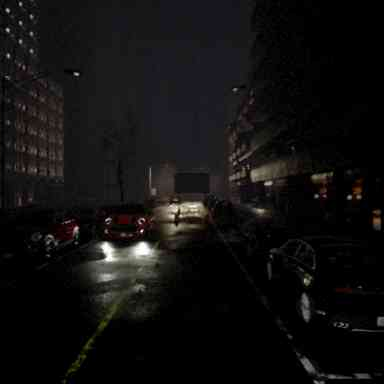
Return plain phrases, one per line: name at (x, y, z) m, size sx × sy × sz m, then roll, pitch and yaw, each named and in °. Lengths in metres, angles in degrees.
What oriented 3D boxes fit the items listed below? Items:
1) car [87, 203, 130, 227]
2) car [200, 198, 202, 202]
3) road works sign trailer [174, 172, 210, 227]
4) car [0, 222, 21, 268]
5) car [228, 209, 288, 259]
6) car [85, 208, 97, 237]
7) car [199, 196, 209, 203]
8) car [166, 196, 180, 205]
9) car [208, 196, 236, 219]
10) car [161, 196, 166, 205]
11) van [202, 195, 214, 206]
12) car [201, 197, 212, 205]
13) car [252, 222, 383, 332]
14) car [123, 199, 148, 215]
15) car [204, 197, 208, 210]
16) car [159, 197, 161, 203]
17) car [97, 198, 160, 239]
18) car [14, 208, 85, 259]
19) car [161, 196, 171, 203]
car at (-5.693, 1.548, 23.371) m, size 1.887 × 1.381 × 4.507 m, roll 0°, pitch 0°, yaw 0°
car at (2.684, 1.463, 51.035) m, size 1.967 × 1.590 × 4.097 m, roll 0°, pitch 0°, yaw 0°
road works sign trailer at (-0.003, 0.468, 22.573) m, size 2.380 × 3.560 × 2.880 m, roll 0°, pitch 0°, yaw 0°
car at (-5.691, 1.551, 6.774) m, size 2.008 × 1.369 × 4.403 m, roll 0°, pitch 0°, yaw 0°
car at (2.689, 1.552, 12.307) m, size 2.008 × 1.369 × 4.403 m, roll 0°, pitch 0°, yaw 0°
car at (-5.693, 1.553, 17.838) m, size 2.008 × 1.369 × 4.403 m, roll 0°, pitch 0°, yaw 0°
car at (2.681, 1.598, 73.166) m, size 2.008 × 1.369 × 4.403 m, roll 0°, pitch 0°, yaw 0°
car at (-3.036, 1.579, 59.890) m, size 2.033 × 1.411 × 5.357 m, roll 0°, pitch 0°, yaw 1°
car at (2.687, 1.446, 28.904) m, size 1.967 × 1.590 × 4.097 m, roll 0°, pitch 0°, yaw 0°
car at (-5.698, 1.559, 61.930) m, size 1.752 × 1.417 × 4.829 m, roll 0°, pitch 0°, yaw 0°
van at (2.684, 1.359, 45.502) m, size 1.690 × 1.788 × 3.998 m, roll 0°, pitch 0°, yaw 0°
car at (2.683, 1.584, 62.100) m, size 2.008 × 1.369 × 4.403 m, roll 0°, pitch 0°, yaw 0°
car at (2.690, 1.551, 6.774) m, size 2.008 × 1.369 × 4.403 m, roll 0°, pitch 0°, yaw 0°
car at (-5.694, 1.535, 34.266) m, size 1.752 × 1.417 × 4.829 m, roll 0°, pitch 0°, yaw 0°
car at (2.685, 1.595, 39.970) m, size 1.802 × 1.307 × 4.206 m, roll 0°, pitch 0°, yaw 0°
car at (-5.696, 1.600, 45.502) m, size 1.802 × 1.307 × 4.206 m, roll 0°, pitch 0°, yaw 0°
car at (-3.101, 1.354, 17.265) m, size 2.097 × 1.767 × 4.553 m, roll 0°, pitch 0°, yaw 0°
car at (-5.692, 1.441, 12.307) m, size 1.967 × 1.590 × 4.097 m, roll 0°, pitch 0°, yaw 0°
car at (-5.699, 1.592, 73.165) m, size 1.887 × 1.381 × 4.507 m, roll 0°, pitch 0°, yaw 0°
